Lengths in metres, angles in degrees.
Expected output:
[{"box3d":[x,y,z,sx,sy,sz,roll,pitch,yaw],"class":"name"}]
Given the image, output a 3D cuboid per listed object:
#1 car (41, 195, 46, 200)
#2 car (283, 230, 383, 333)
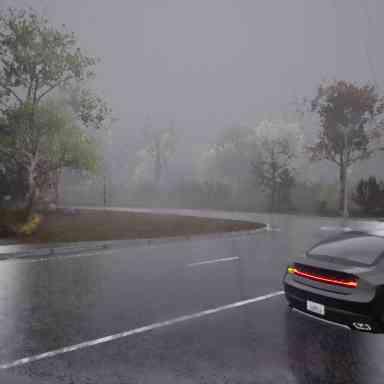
[{"box3d":[-25.225,1.497,54.058,5.566,2.045,2.150,-1,-1,33],"class":"car"},{"box3d":[3.841,1.505,6.458,4.892,1.490,1.837,0,0,-36],"class":"car"}]
